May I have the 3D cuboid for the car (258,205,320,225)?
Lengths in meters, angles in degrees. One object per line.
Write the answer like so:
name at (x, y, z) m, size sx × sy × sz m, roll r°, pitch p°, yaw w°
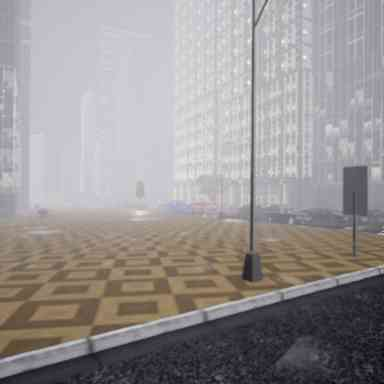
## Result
car at (7.745, 1.908, 27.005) m, size 2.008 × 1.369 × 4.403 m, roll 0°, pitch -1°, yaw -26°

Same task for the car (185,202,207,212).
car at (0.562, 2.446, 55.291) m, size 1.837 × 1.490 × 4.892 m, roll 1°, pitch -1°, yaw -24°

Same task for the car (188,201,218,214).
car at (1.690, 2.093, 45.713) m, size 2.097 × 1.767 × 4.553 m, roll 1°, pitch -1°, yaw -25°

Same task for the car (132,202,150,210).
car at (-9.254, 2.645, 62.516) m, size 2.008 × 1.369 × 4.403 m, roll -1°, pitch -1°, yaw -26°

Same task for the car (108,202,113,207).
car at (-21.395, 3.190, 87.879) m, size 1.887 × 1.381 × 4.507 m, roll -1°, pitch -1°, yaw -26°

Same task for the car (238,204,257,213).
car at (8.019, 2.311, 45.841) m, size 1.947 × 1.339 × 4.313 m, roll -1°, pitch -1°, yaw -26°

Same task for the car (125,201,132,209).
car at (-11.610, 2.725, 67.436) m, size 1.752 × 1.417 × 4.829 m, roll -1°, pitch -1°, yaw -26°

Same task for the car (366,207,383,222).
car at (15.304, 1.985, 30.622) m, size 2.008 × 1.369 × 4.403 m, roll -1°, pitch -1°, yaw -26°

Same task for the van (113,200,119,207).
van at (-16.542, 2.765, 77.737) m, size 1.690 × 1.788 × 3.998 m, roll -1°, pitch -1°, yaw -26°

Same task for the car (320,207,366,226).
car at (10.729, 1.902, 26.794) m, size 2.033 × 1.411 × 5.357 m, roll 1°, pitch -1°, yaw -26°

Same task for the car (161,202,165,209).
car at (-3.895, 2.738, 64.524) m, size 1.895 × 1.301 × 4.718 m, roll 1°, pitch -1°, yaw -26°

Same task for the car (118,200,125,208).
car at (-14.111, 2.858, 72.662) m, size 1.887 × 1.381 × 4.507 m, roll -1°, pitch -1°, yaw -26°

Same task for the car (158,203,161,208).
car at (-6.551, 2.972, 76.278) m, size 1.802 × 1.307 × 4.206 m, roll -1°, pitch -1°, yaw -26°

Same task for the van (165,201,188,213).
van at (-1.972, 2.114, 47.301) m, size 1.690 × 1.788 × 3.998 m, roll 0°, pitch -1°, yaw -26°
